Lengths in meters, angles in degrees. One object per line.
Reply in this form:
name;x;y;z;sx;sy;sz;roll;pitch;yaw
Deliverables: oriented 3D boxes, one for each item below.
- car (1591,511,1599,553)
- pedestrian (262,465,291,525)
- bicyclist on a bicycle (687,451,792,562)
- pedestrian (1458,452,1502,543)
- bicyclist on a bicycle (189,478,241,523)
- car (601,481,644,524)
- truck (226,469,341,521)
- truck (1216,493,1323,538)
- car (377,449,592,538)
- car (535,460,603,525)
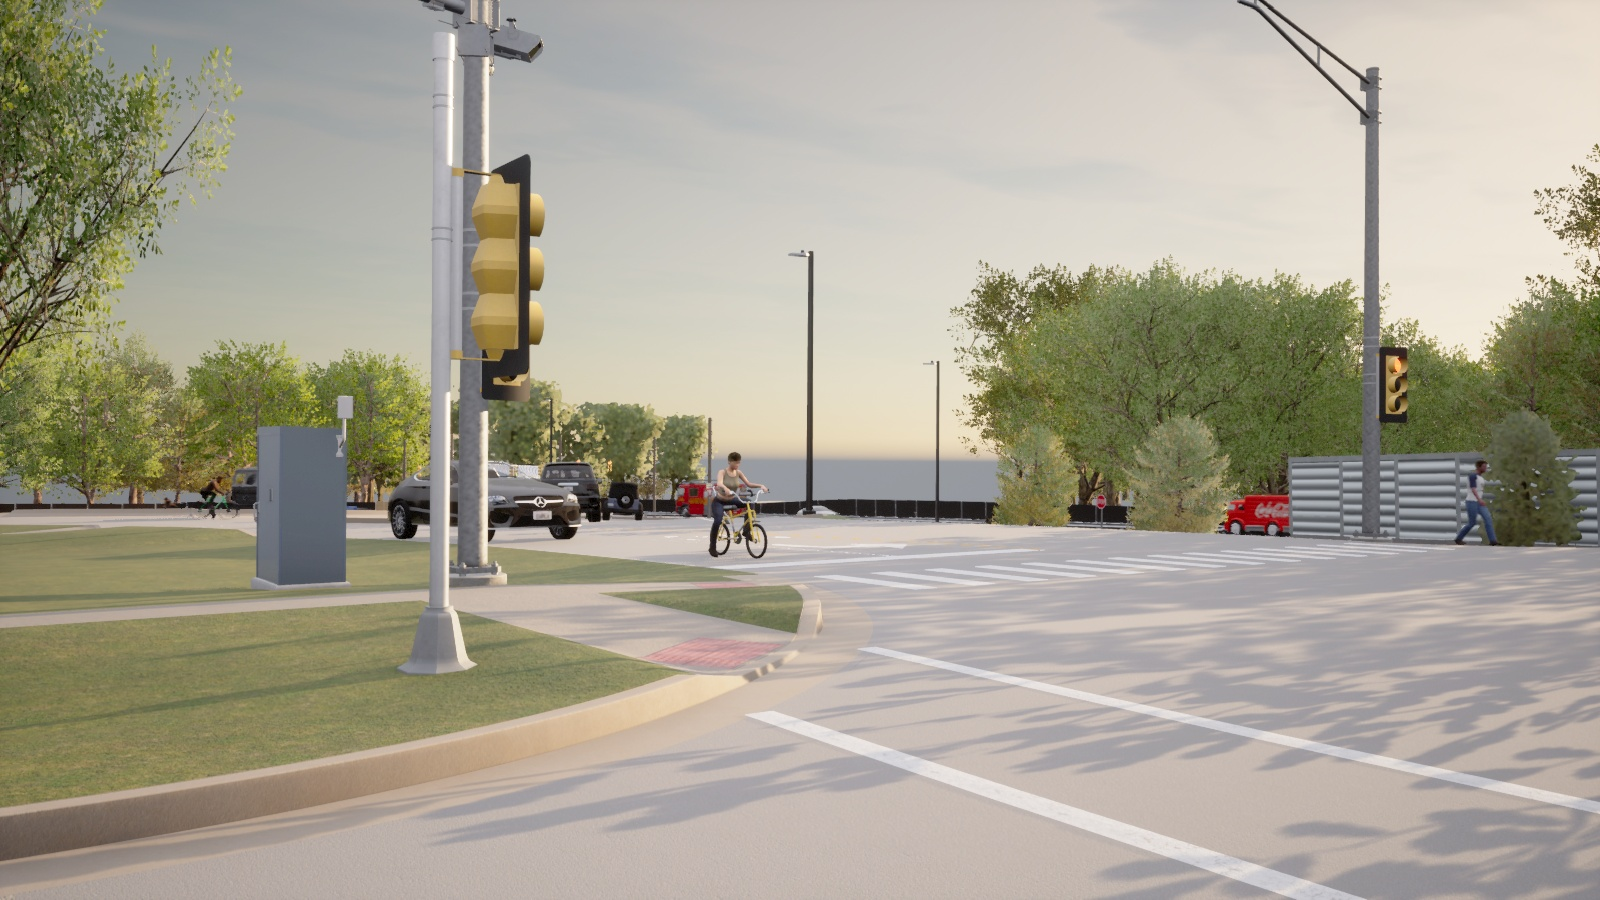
car;35.487;3.392;51.610;2.097;1.767;4.553;0;-2;-29
pedestrian;-16.090;1.377;38.576;0.370;1.835;0.726;0;0;42
bicyclist on a bicycle;-0.941;0.837;19.197;0.866;1.612;1.509;0;-1;-39
pedestrian;13.886;0.952;25.645;0.354;1.836;0.706;0;0;-35
bicyclist on a bicycle;-21.528;1.875;46.237;1.656;1.620;0.582;1;0;-17
car;-8.676;2.595;61.366;1.905;1.878;3.866;3;-5;-8
truck;-35.877;3.101;87.618;2.891;3.462;7.936;0;-1;18
truck;27.180;3.748;72.885;2.627;2.467;5.204;0;-2;-33
car;-6.569;0.886;25.743;2.152;1.651;5.027;0;-2;-42
car;-8.006;1.545;43.418;2.150;2.045;5.566;-1;-3;-11
